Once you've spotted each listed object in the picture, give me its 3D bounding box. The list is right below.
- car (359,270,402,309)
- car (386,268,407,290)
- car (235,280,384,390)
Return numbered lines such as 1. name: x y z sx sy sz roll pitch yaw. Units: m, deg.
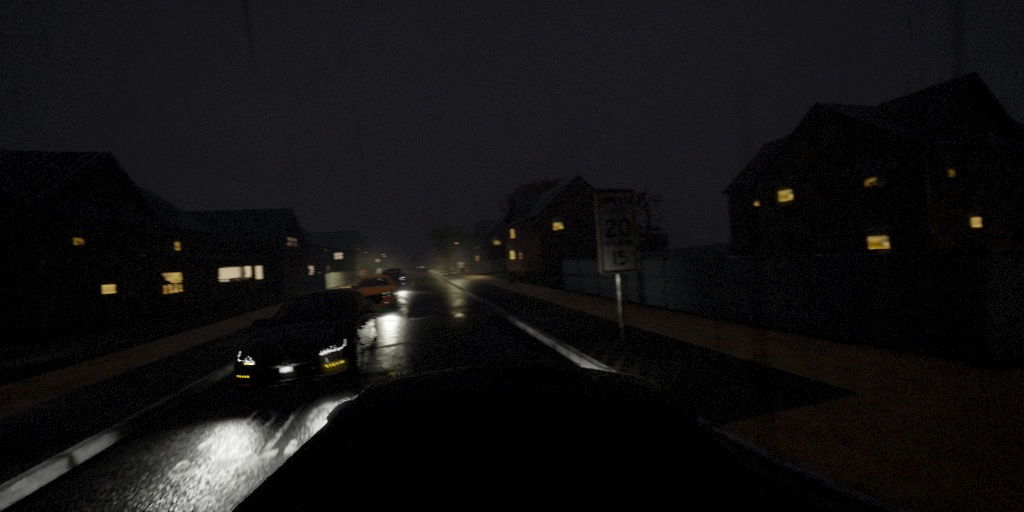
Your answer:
1. car: -6.669 1.704 17.646 1.882 1.535 5.008 -4 0 -15
2. car: -9.624 1.803 28.949 2.097 1.767 4.553 -4 0 -16
3. car: -4.111 1.546 7.876 1.837 1.490 4.892 -4 0 -15
